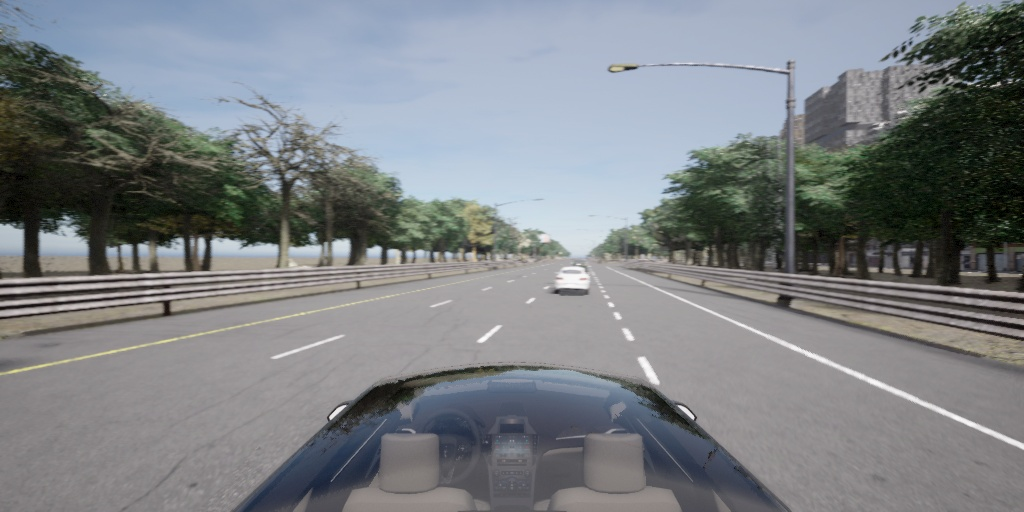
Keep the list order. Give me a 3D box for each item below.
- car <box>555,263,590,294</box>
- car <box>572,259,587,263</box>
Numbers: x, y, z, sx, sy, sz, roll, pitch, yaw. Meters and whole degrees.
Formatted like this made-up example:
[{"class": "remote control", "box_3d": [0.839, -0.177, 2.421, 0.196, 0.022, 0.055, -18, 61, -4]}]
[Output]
[{"class": "car", "box_3d": [3.518, 1.347, 20.822, 1.812, 1.442, 4.674, 0, 0, 11]}, {"class": "car", "box_3d": [9.466, 1.285, 50.553, 2.097, 1.767, 4.553, 0, 0, 11]}]
